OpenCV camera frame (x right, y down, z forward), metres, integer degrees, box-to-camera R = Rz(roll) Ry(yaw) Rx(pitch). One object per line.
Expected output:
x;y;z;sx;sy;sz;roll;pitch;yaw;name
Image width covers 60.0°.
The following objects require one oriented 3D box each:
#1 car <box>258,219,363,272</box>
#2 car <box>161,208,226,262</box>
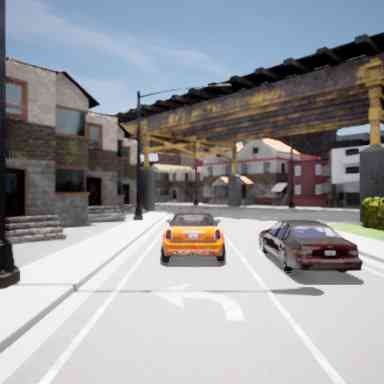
3.543;1.615;10.974;2.033;1.411;5.357;0;0;1;car
0.057;1.429;12.624;2.097;1.767;4.553;0;0;0;car
